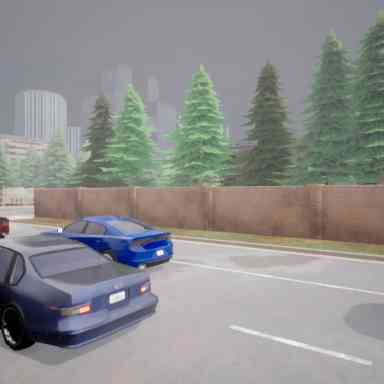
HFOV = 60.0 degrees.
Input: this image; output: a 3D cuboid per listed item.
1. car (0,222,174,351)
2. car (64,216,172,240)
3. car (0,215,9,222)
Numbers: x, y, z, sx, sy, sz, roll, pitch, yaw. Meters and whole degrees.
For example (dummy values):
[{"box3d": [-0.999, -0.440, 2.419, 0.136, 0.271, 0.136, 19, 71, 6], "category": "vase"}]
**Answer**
[{"box3d": [-3.111, 1.546, 6.200, 5.357, 1.411, 2.033, 0, 0, 35], "category": "car"}, {"box3d": [-2.867, 1.476, 10.331, 5.008, 1.535, 1.882, 0, 0, 35], "category": "car"}, {"box3d": [-10.699, 1.474, 15.907, 5.008, 1.535, 1.882, 0, 0, 35], "category": "car"}]
